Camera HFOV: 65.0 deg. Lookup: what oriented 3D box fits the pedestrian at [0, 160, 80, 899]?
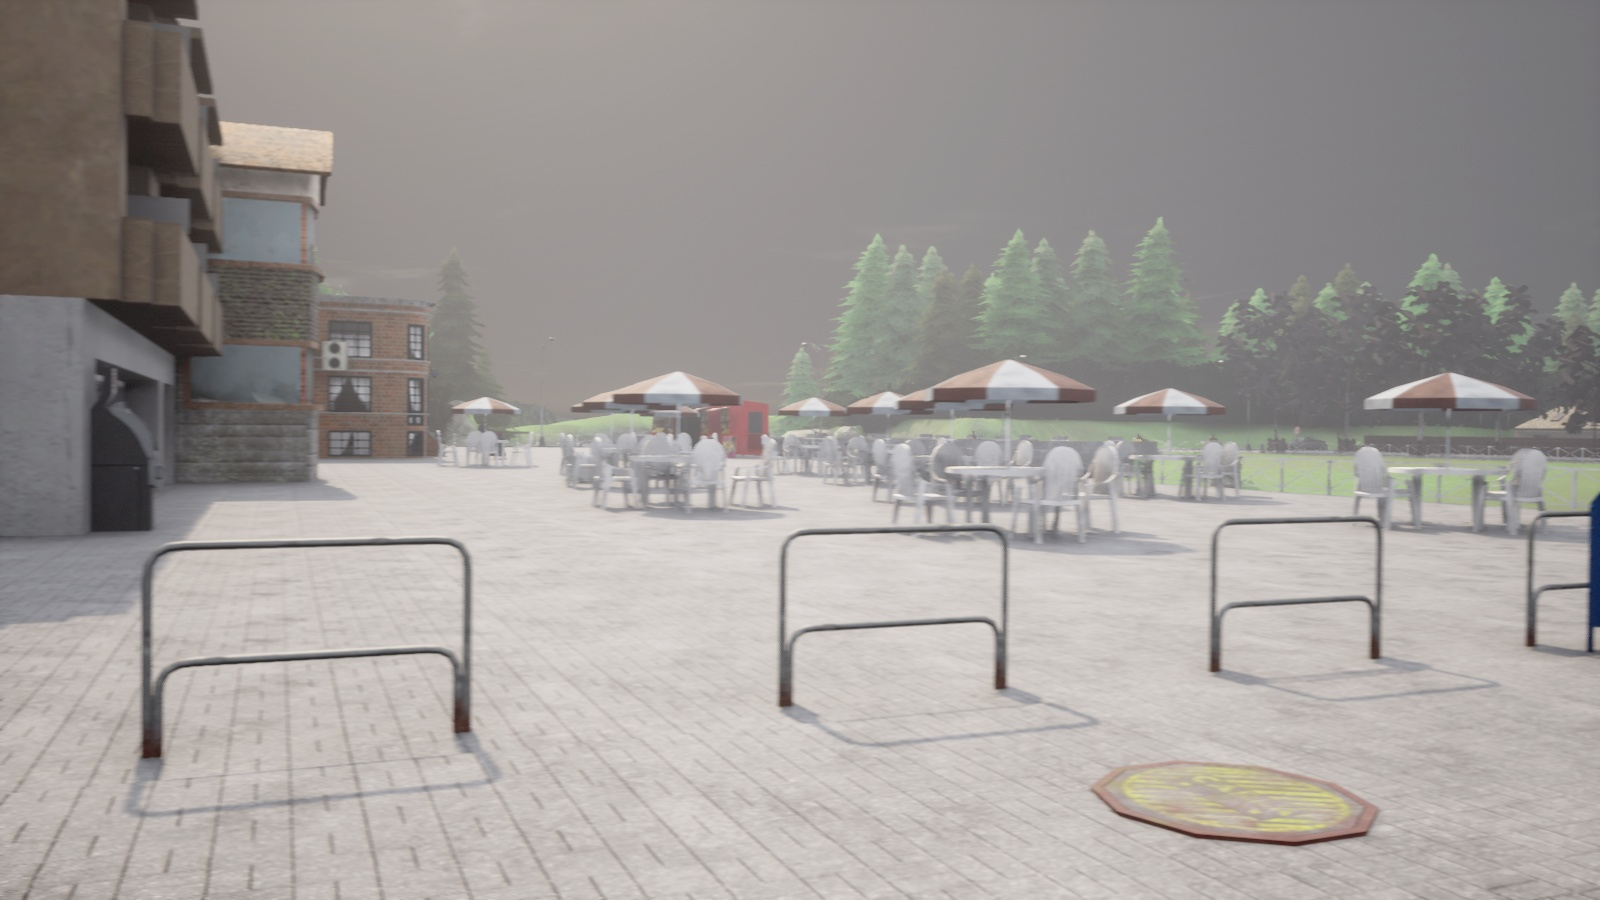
[{"bbox_3d":[-1.652,0.490,2.141,0.692,1.930,0.395,-1,1,-25],"label":"pedestrian"}]
